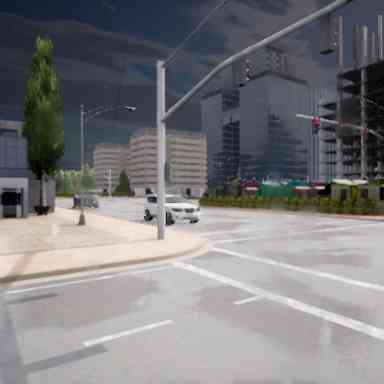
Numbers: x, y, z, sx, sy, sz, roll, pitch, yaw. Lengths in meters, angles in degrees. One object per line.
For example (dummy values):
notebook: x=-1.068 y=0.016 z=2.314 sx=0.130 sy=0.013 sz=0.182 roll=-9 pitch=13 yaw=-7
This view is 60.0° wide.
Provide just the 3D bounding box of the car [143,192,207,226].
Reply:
car: x=-1.580 y=1.173 z=23.754 sx=2.150 sy=2.045 sz=5.566 roll=0 pitch=0 yaw=-33

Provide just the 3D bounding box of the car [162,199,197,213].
car: x=-1.432 y=1.486 z=36.886 sx=1.994 sy=1.385 sz=4.181 roll=0 pitch=0 yaw=-33

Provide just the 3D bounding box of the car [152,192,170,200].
car: x=-7.328 y=1.002 z=78.937 sx=3.866 sy=1.878 sz=1.905 roll=0 pitch=0 yaw=-34

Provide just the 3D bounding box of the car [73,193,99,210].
car: x=-13.724 y=1.167 z=42.775 sx=2.150 sy=2.045 sz=5.566 roll=0 pitch=0 yaw=-32

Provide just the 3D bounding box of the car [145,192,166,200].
car: x=-8.904 y=0.999 z=81.365 sx=4.605 sy=1.855 sz=1.932 roll=0 pitch=0 yaw=-34

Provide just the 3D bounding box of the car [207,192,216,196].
car: x=3.696 y=1.004 z=62.702 sx=3.866 sy=1.878 sz=1.905 roll=0 pitch=0 yaw=-34
